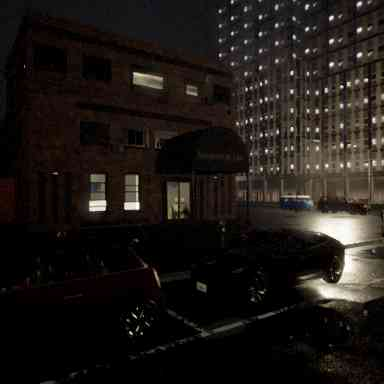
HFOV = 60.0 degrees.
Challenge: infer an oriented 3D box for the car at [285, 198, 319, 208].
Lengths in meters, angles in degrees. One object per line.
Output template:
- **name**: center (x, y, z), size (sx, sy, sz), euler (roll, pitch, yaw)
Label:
- **car**: center (15.448, 1.512, 46.899), size (1.802, 1.307, 4.206), euler (0, 0, -35)

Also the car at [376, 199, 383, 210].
- **car**: center (21.779, 1.497, 37.803), size (2.008, 1.369, 4.403), euler (0, 0, -35)

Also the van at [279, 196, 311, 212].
- **van**: center (11.734, 1.325, 37.562), size (1.690, 1.788, 3.998), euler (0, 0, -35)

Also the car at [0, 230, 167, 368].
- **car**: center (-2.496, 1.440, 4.787), size (4.097, 1.590, 1.967), euler (0, 0, -35)

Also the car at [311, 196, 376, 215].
- **car**: center (14.899, 1.307, 33.014), size (2.192, 1.841, 5.009), euler (0, 0, -35)

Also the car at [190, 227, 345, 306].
- **car**: center (1.970, 1.565, 8.036), size (4.313, 1.339, 1.947), euler (0, 0, -35)
